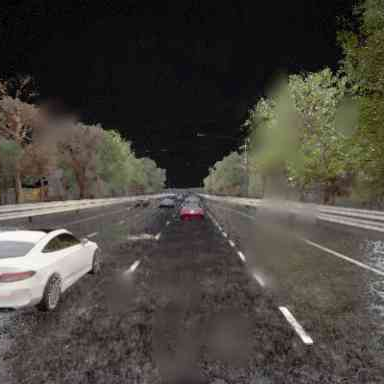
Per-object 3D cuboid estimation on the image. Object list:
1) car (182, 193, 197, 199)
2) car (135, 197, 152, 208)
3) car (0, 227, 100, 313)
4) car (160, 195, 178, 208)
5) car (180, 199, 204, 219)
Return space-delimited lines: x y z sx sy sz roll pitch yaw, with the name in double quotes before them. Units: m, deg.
"car" 0.015 1.374 47.901 2.097 1.767 4.553 0 0 0
"car" -6.983 1.530 48.098 1.837 1.490 4.892 0 0 0
"car" -3.499 1.529 7.548 1.812 1.442 4.674 0 0 0
"car" -3.484 1.587 48.032 1.994 1.385 4.181 0 0 0
"car" 0.010 1.574 29.069 1.994 1.385 4.181 0 0 0
